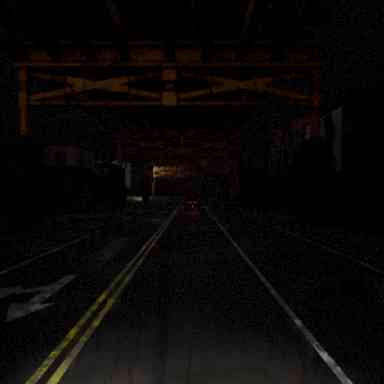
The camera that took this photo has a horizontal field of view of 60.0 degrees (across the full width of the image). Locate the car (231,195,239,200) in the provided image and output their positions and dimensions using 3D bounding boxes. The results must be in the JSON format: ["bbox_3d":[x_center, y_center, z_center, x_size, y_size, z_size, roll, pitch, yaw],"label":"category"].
[{"bbox_3d":[12.204,1.009,82.038,4.536,1.218,1.853,0,0,30],"label":"car"}]

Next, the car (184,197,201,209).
[{"bbox_3d":[0.064,1.362,41.816,1.837,1.490,4.892,0,1,0],"label":"car"}]

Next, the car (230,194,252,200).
[{"bbox_3d":[12.158,1.166,82.064,4.974,1.542,2.038,0,0,30],"label":"car"}]
